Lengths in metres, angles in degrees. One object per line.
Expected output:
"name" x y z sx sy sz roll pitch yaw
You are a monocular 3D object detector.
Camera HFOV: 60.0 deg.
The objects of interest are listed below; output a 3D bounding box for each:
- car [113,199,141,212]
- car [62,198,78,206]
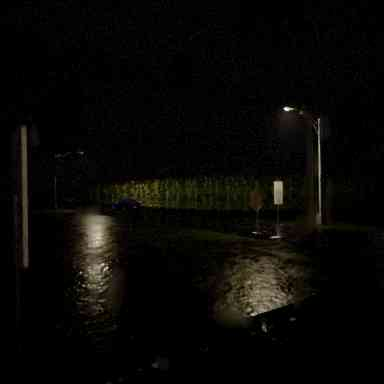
"car" -8.036 1.584 40.587 1.882 1.535 5.008 -1 0 -36
"car" -21.892 1.725 59.575 1.812 1.442 4.674 -1 0 -37
